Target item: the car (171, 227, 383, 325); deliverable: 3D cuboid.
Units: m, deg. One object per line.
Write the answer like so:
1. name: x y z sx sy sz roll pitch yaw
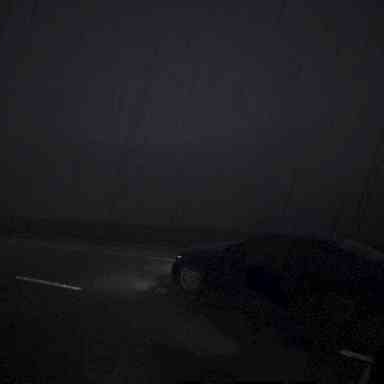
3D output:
1. car: 1.767 1.452 6.706 4.674 1.442 1.812 1 1 33

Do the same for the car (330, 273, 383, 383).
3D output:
1. car: 3.325 1.618 1.484 4.718 1.301 1.895 1 1 38
